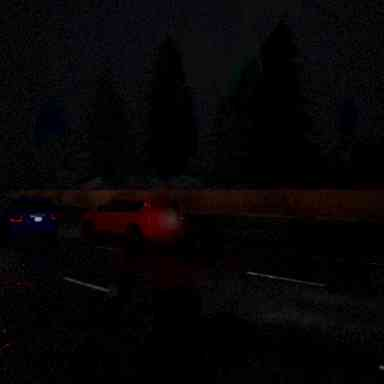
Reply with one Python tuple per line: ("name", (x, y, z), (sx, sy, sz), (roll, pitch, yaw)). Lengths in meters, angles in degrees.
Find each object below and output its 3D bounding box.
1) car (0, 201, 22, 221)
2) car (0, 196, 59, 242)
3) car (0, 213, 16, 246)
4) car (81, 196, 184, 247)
("car", (-16.311, 1.514, 28.273), (2.033, 1.411, 5.357), (0, 0, -42))
("car", (-8.285, 1.206, 15.404), (5.566, 2.045, 2.150), (0, 0, 42))
("car", (-7.610, 1.475, 10.203), (4.902, 1.511, 2.128), (0, 0, 40))
("car", (-2.855, 1.221, 15.302), (5.566, 2.045, 2.150), (0, 0, 40))
